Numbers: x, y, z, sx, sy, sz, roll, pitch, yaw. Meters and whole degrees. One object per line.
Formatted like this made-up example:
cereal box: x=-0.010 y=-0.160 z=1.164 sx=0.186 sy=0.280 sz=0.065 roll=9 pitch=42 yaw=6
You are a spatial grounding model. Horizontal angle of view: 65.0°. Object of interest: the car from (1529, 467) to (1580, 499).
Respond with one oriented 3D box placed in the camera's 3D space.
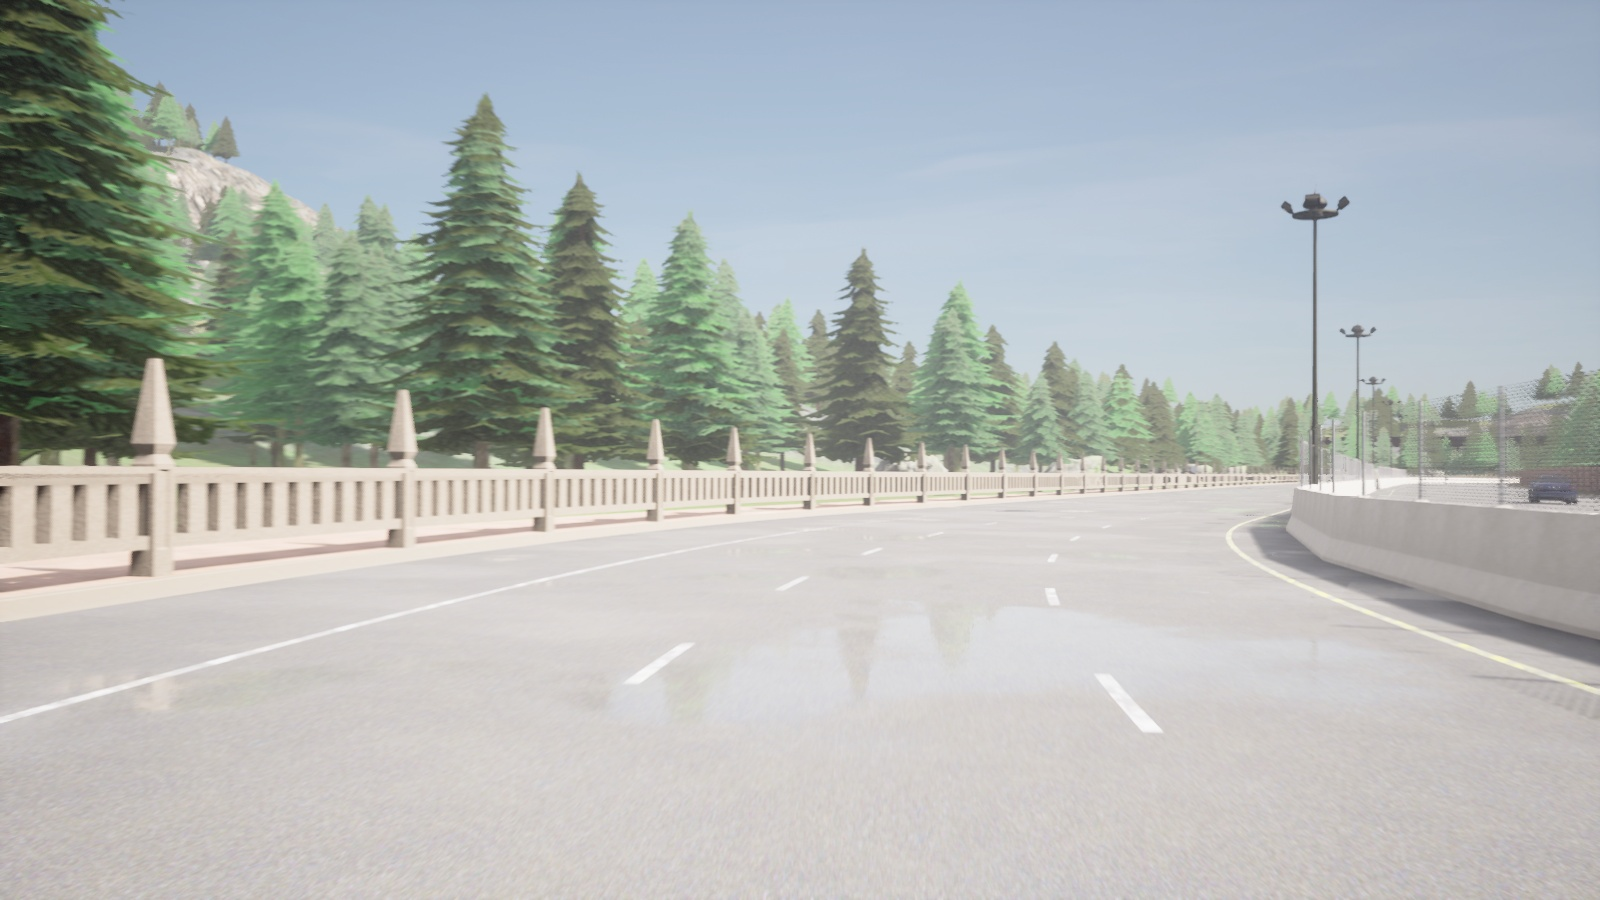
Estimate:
car: x=43.297 y=1.859 z=72.136 sx=2.097 sy=1.767 sz=4.553 roll=0 pitch=-1 yaw=26
